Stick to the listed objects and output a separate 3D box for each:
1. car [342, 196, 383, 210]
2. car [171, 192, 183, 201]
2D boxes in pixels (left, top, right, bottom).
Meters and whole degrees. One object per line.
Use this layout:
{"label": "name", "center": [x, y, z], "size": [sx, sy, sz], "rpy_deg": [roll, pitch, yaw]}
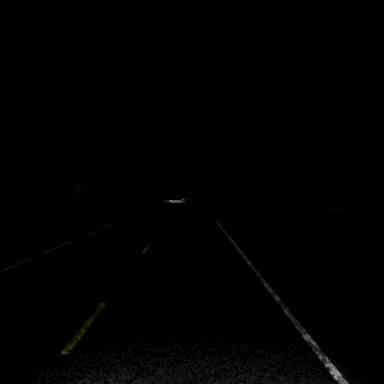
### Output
{"label": "car", "center": [18.454, 1.107, 35.452], "size": [4.674, 1.442, 1.812], "rpy_deg": [-1, 1, 1]}
{"label": "car", "center": [-3.455, 1.173, 70.987], "size": [1.994, 1.385, 4.181], "rpy_deg": [0, 0, 0]}
